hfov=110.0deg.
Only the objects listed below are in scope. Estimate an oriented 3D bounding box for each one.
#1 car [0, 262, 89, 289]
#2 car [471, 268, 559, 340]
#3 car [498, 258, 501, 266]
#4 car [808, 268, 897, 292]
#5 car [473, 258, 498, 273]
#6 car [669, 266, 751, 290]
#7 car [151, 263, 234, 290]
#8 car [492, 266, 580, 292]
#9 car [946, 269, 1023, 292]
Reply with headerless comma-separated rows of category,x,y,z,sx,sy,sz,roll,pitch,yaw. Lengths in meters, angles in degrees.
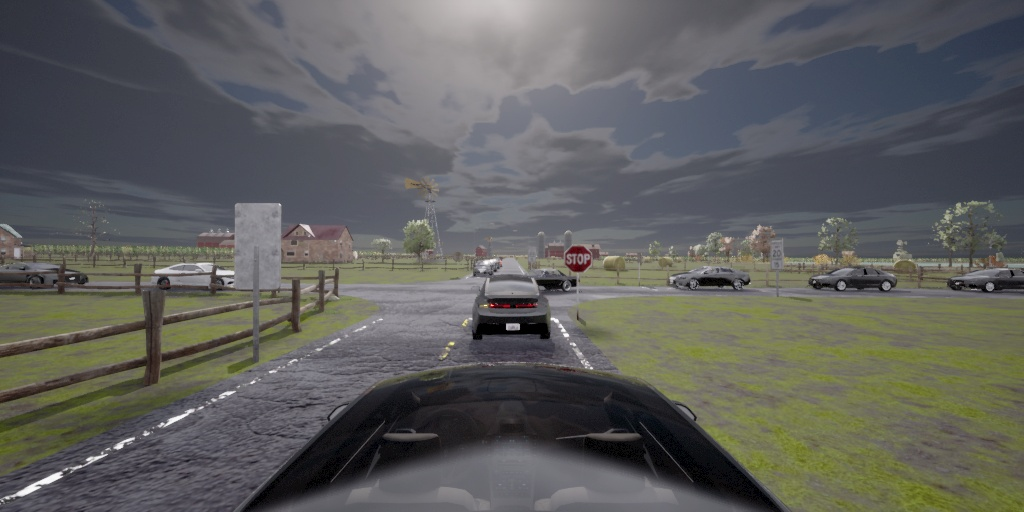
car,-26.370,1.048,19.843,4.181,1.385,1.994,1,-1,-1
car,-0.077,1.256,10.018,1.837,1.490,4.892,0,0,-2
car,-2.869,1.241,46.150,2.128,1.511,4.902,0,0,0
car,22.192,1.499,23.473,4.892,1.490,1.837,1,-1,-1
car,-2.873,1.243,36.704,2.128,1.511,4.902,0,0,0
car,12.790,1.397,23.298,4.902,1.511,2.128,1,-1,-2
car,-17.250,1.104,19.968,4.674,1.442,1.812,1,-1,-1
car,1.493,1.369,20.065,4.718,1.301,1.895,1,0,-35
car,31.694,1.587,23.597,4.892,1.490,1.837,1,-1,-1
